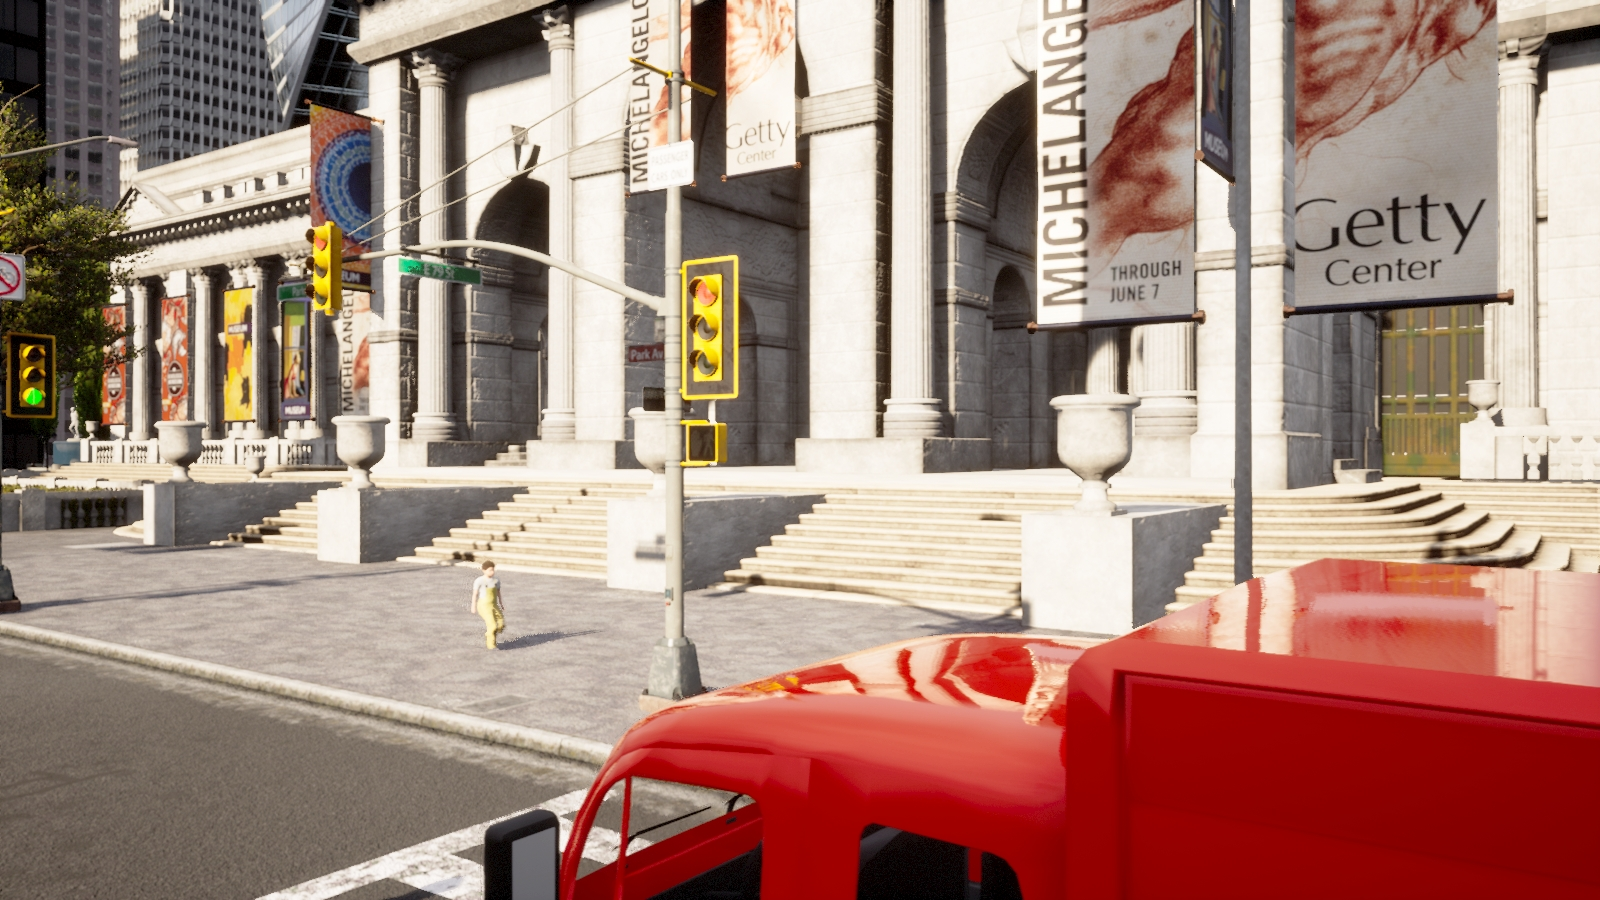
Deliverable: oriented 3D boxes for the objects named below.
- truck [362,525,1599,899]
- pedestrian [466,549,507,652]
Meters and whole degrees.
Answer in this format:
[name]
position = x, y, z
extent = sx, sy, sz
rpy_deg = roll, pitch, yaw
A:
[truck]
position = 1.744, 1.568, 2.559
extent = 5.204, 2.467, 2.627
rpy_deg = 0, 0, 35
[pedestrian]
position = -4.150, 1.980, 15.135
extent = 0.375, 1.300, 0.375
rpy_deg = 0, 0, 37
